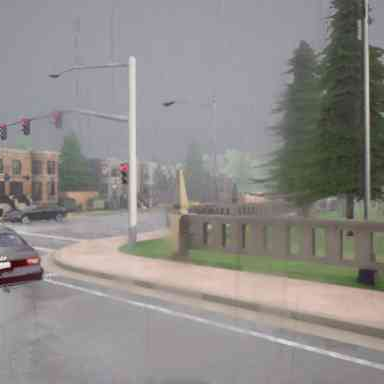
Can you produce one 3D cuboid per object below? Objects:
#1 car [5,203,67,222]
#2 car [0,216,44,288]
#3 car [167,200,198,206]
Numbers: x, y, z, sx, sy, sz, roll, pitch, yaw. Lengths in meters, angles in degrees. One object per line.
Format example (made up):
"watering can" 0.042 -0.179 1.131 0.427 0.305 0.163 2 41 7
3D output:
"car" -12.615 1.727 27.121 1.837 1.490 4.892 -1 0 35
"car" -5.627 1.632 8.993 2.033 1.411 5.357 0 0 -40
"car" -1.194 1.702 43.025 1.882 1.535 5.008 -1 -1 36
